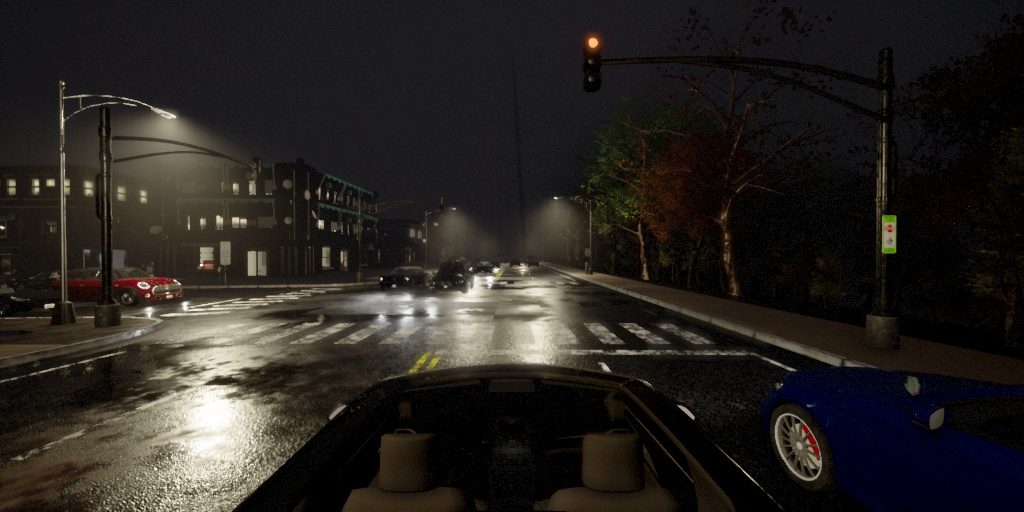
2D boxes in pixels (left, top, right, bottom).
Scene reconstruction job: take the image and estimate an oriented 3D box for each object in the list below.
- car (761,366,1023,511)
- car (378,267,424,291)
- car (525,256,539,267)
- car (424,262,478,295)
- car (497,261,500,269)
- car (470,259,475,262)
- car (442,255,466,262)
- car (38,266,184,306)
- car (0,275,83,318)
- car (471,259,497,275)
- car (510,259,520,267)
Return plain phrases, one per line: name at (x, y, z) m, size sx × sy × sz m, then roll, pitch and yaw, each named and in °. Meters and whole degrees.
car at (3.354, 1.276, 1.567) m, size 1.812 × 1.442 × 4.674 m, roll 0°, pitch 0°, yaw 1°
car at (-6.446, 1.346, 21.865) m, size 1.895 × 1.301 × 4.718 m, roll 0°, pitch 0°, yaw 1°
car at (3.839, 1.203, 64.633) m, size 1.882 × 1.535 × 5.008 m, roll 0°, pitch 0°, yaw 1°
car at (-3.212, 1.251, 19.817) m, size 1.837 × 1.490 × 4.892 m, roll 0°, pitch 0°, yaw 0°
car at (-2.908, 1.294, 56.373) m, size 1.994 × 1.385 × 4.181 m, roll 0°, pitch 0°, yaw 1°
car at (-6.082, 1.234, 62.727) m, size 1.837 × 1.490 × 4.892 m, roll 0°, pitch -1°, yaw 1°
car at (-6.308, 0.959, 39.399) m, size 2.150 × 2.045 × 5.566 m, roll 0°, pitch 0°, yaw 0°
car at (-17.993, 1.302, 16.466) m, size 4.553 × 1.767 × 2.097 m, roll -1°, pitch 1°, yaw 0°
car at (-19.857, 1.565, 13.749) m, size 4.313 × 1.339 × 1.948 m, roll 0°, pitch 0°, yaw 1°
car at (-3.059, 1.338, 39.576) m, size 1.895 × 1.301 × 4.718 m, roll 0°, pitch 0°, yaw 0°
car at (0.589, 1.230, 64.793) m, size 1.837 × 1.490 × 4.892 m, roll 0°, pitch 0°, yaw 0°
